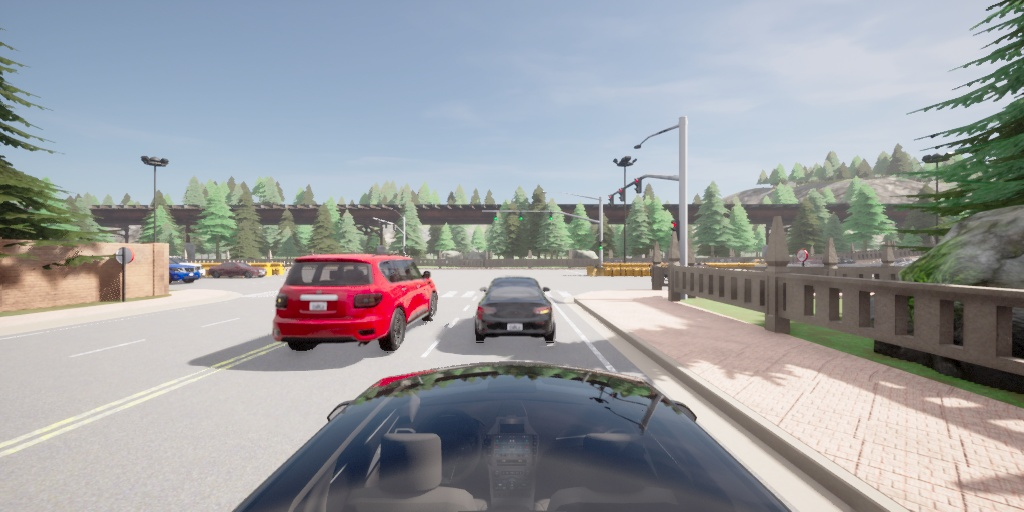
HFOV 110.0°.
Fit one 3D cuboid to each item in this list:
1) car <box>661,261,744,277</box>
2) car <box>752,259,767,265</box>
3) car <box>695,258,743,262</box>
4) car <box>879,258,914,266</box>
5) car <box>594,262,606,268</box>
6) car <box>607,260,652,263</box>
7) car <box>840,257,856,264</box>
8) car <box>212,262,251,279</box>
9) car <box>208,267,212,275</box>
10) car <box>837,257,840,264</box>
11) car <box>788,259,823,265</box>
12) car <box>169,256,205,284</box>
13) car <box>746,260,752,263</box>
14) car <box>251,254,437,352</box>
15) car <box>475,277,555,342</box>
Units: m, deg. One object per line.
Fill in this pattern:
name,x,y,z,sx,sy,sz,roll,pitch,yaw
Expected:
car,15.155,1.297,28.890,5.357,1.411,2.033,0,0,0
car,31.747,1.210,46.542,5.008,1.535,1.882,-1,0,0
car,22.434,1.102,39.563,4.553,1.767,2.097,0,0,0
car,36.544,1.175,32.353,4.674,1.442,1.812,-2,0,0
car,13.140,1.241,46.599,4.902,1.511,2.128,0,0,0
car,13.413,1.227,39.598,5.008,1.535,1.882,0,0,0
car,41.609,0.953,46.524,4.892,1.490,1.837,-3,0,0
car,-24.903,1.275,32.573,4.674,1.442,1.812,0,0,0
car,-28.278,0.971,29.088,5.566,2.045,2.150,0,0,0
car,35.688,1.141,43.040,5.008,1.535,1.882,-1,0,0
car,31.422,1.336,39.544,4.718,1.301,1.895,0,0,0
car,-25.657,0.971,25.570,5.566,2.045,2.150,0,0,-1
car,25.539,1.102,43.054,4.553,1.767,2.097,0,0,0
car,-3.437,0.973,9.058,2.150,2.045,5.566,0,0,0
car,0.071,1.275,9.628,1.812,1.442,4.674,0,0,0
